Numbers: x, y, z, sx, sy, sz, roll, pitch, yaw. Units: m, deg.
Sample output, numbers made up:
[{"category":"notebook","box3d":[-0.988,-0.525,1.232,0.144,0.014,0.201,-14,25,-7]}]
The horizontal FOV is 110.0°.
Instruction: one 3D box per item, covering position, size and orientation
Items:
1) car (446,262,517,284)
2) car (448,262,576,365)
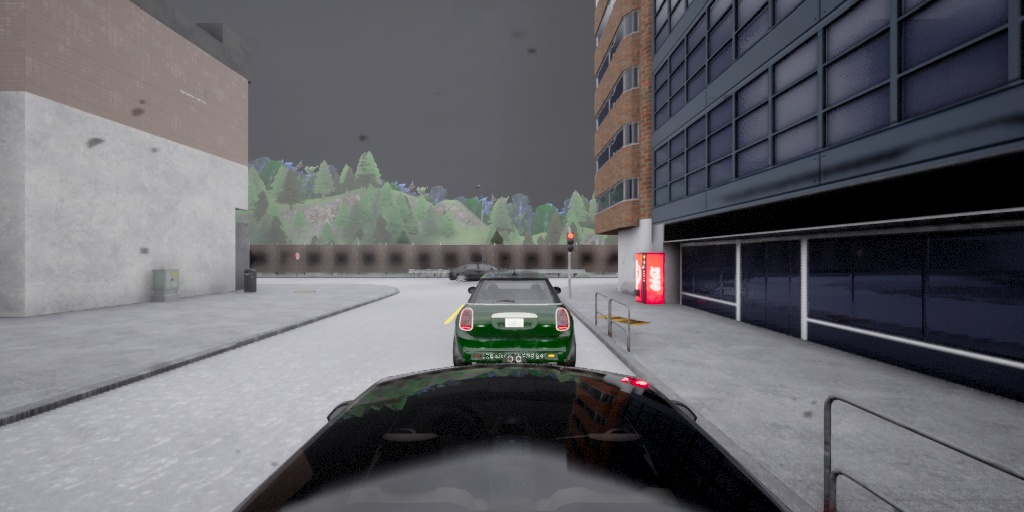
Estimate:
[{"category":"car","box3d":[-2.141,1.227,26.267,5.008,1.535,1.882,0,0,0]},{"category":"car","box3d":[0.055,1.102,7.939,2.097,1.767,4.553,0,0,0]}]
